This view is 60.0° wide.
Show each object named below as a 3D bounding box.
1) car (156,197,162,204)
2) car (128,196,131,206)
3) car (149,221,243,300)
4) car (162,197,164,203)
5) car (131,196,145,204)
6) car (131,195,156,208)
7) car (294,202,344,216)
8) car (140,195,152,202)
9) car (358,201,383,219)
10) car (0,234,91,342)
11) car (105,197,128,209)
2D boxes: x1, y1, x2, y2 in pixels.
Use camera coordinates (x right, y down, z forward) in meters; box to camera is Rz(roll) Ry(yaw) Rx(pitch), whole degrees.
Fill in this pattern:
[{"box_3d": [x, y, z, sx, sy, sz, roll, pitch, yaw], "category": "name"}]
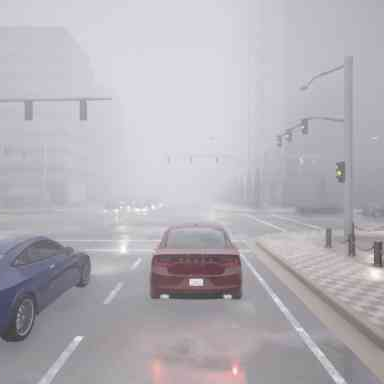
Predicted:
[{"box_3d": [-6.979, 1.491, 57.933, 2.128, 1.511, 4.902, 0, 0, 0], "category": "car"}, {"box_3d": [-10.494, 1.491, 54.767, 2.128, 1.511, 4.902, 0, 0, 0], "category": "car"}, {"box_3d": [0.094, 1.478, 8.481, 1.882, 1.535, 5.008, 0, 0, 0], "category": "car"}, {"box_3d": [-6.889, 1.601, 68.224, 1.895, 1.301, 4.718, 0, 0, 0], "category": "car"}, {"box_3d": [-10.425, 1.564, 64.765, 1.994, 1.385, 4.181, 0, 0, 1], "category": "car"}, {"box_3d": [-7.013, 1.491, 48.626, 2.128, 1.511, 4.902, 0, 0, 0], "category": "car"}, {"box_3d": [12.036, 1.545, 30.908, 4.718, 1.301, 1.895, 0, 0, 1], "category": "car"}, {"box_3d": [-10.371, 1.478, 75.152, 1.882, 1.535, 5.008, 0, 0, 0], "category": "car"}, {"box_3d": [16.327, 1.436, 27.364, 4.902, 1.511, 2.128, 0, 0, 0], "category": "car"}, {"box_3d": [-3.419, 1.526, 6.352, 1.812, 1.442, 4.674, 0, 0, 0], "category": "car"}, {"box_3d": [-10.520, 1.505, 45.539, 1.837, 1.490, 4.892, 0, 0, 0], "category": "car"}]
